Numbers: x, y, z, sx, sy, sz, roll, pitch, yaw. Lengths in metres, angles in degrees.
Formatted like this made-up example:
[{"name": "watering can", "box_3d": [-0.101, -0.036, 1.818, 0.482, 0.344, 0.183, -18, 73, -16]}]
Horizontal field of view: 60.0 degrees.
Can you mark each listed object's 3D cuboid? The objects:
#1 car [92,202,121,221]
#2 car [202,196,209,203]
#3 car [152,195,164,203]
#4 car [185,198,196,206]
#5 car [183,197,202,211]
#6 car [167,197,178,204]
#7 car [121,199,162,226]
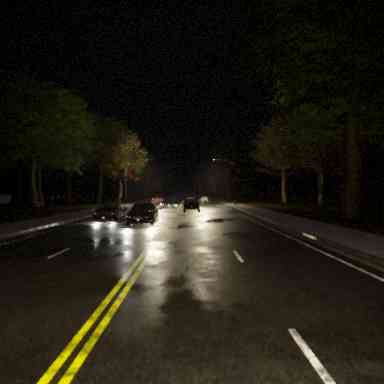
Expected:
[{"name": "car", "box_3d": [-6.677, 1.547, 27.660, 2.033, 1.411, 5.357, 0, 0, 0]}, {"name": "car", "box_3d": [2.735, 1.629, 73.087, 1.812, 1.442, 4.674, 0, 0, -1]}, {"name": "car", "box_3d": [-6.950, 1.441, 68.030, 2.097, 1.767, 4.553, 0, 0, -1]}, {"name": "car", "box_3d": [-0.231, 1.662, 58.371, 1.895, 1.301, 4.718, 0, 0, -1]}, {"name": "car", "box_3d": [-0.060, 1.493, 40.112, 1.882, 1.535, 5.008, 0, 0, 0]}, {"name": "car", "box_3d": [-3.664, 1.636, 63.607, 1.994, 1.385, 4.181, 0, 0, 0]}, {"name": "car", "box_3d": [-3.405, 1.501, 23.320, 1.837, 1.490, 4.892, 0, 0, 0]}]
